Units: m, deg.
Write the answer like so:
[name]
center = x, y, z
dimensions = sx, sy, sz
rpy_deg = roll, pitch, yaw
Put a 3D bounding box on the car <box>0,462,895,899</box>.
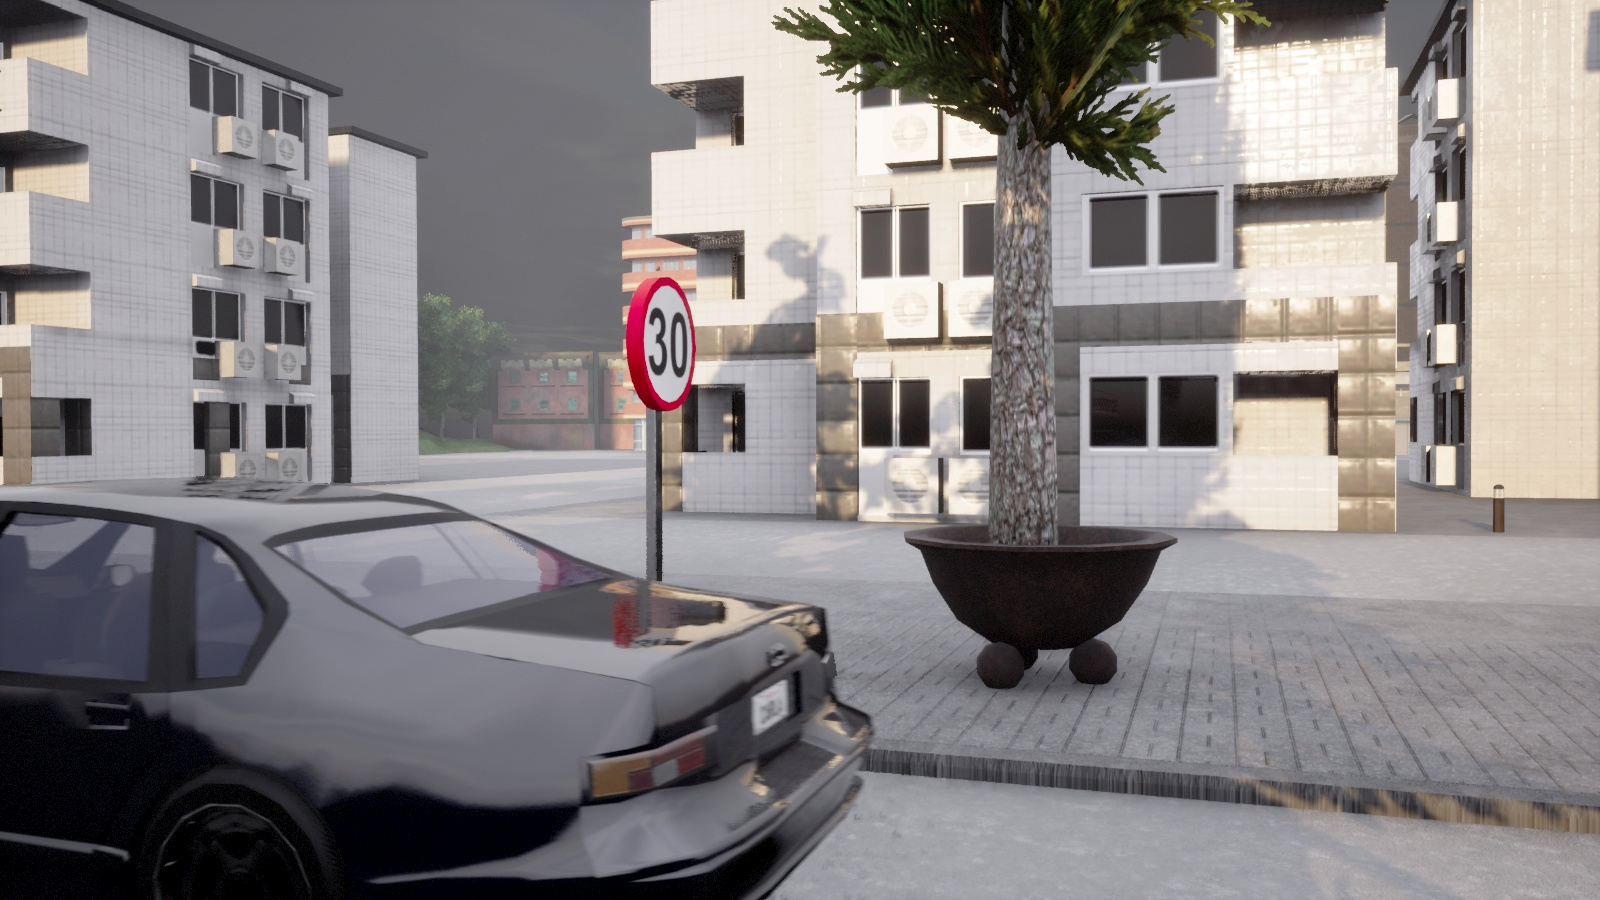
[car]
center = -2.511, 0.792, 4.565
dimensions = 5.357, 1.411, 2.033
rpy_deg = 1, 1, 19
